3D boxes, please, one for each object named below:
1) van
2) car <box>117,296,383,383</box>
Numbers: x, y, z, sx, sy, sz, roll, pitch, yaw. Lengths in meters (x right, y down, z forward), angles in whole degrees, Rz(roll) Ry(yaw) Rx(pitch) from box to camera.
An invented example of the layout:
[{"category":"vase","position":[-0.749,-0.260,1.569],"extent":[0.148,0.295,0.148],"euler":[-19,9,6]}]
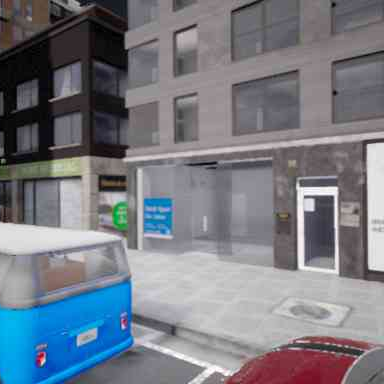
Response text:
[{"category":"van","position":[-2.667,1.376,4.753],"extent":[3.998,1.788,1.690],"euler":[-1,-1,35]},{"category":"car","position":[1.819,1.435,1.555],"extent":[4.097,1.590,1.967],"euler":[0,-1,35]}]
